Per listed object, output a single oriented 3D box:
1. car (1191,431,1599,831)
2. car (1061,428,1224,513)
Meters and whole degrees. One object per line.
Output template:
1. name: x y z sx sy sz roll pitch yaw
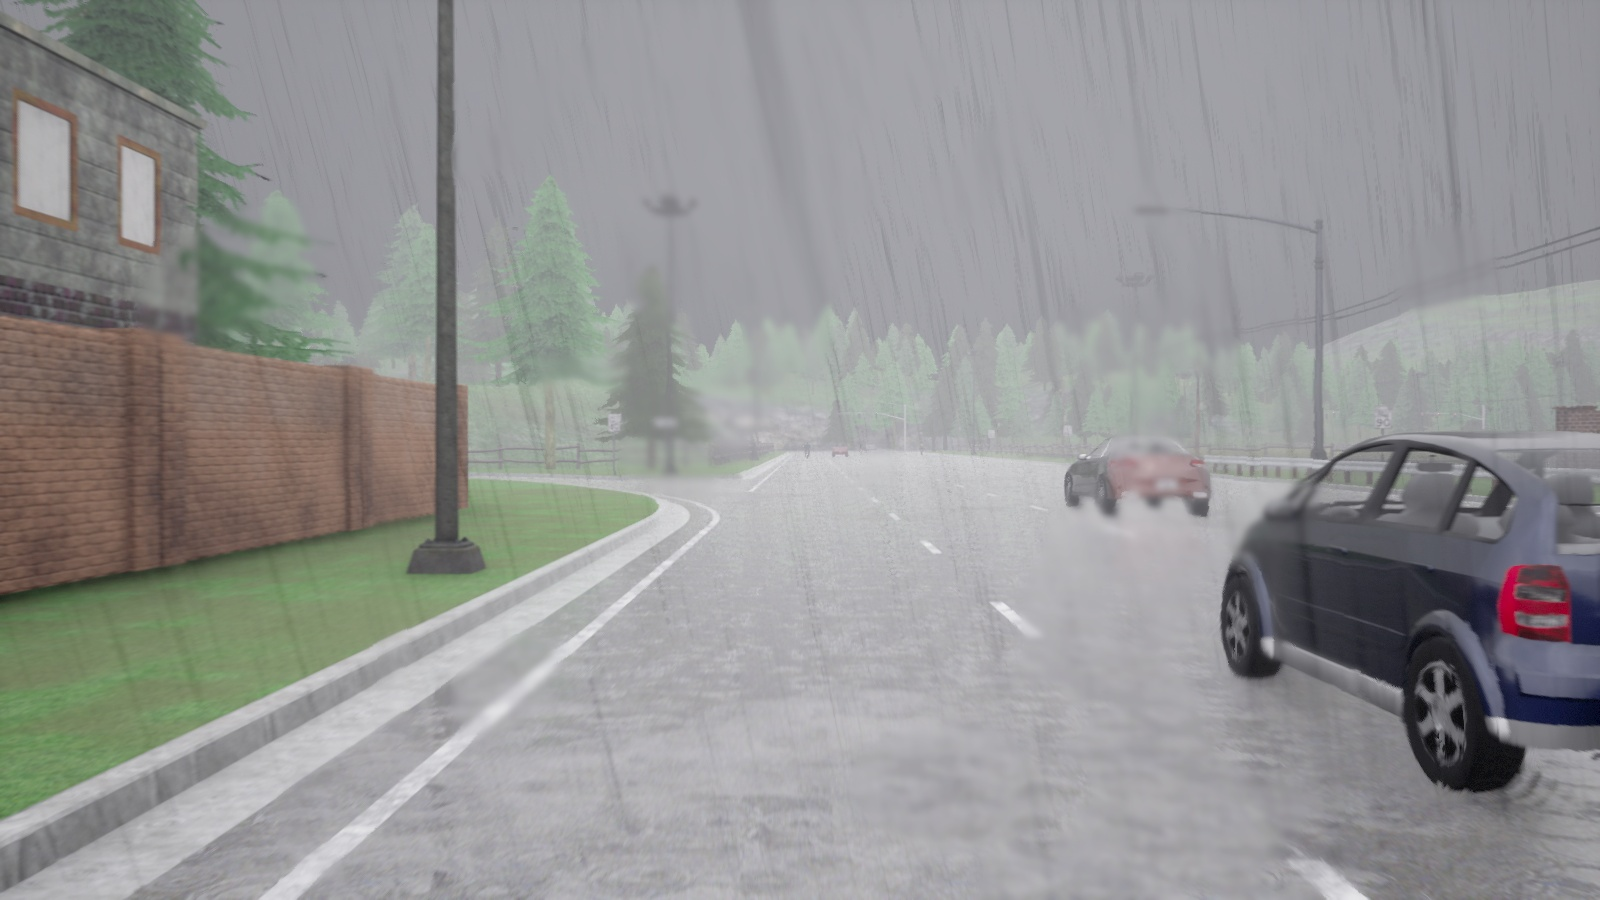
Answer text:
1. car: 3.553 0.690 6.710 1.789 1.549 3.705 0 0 0
2. car: 7.168 0.380 26.875 2.152 1.651 5.027 0 0 0
